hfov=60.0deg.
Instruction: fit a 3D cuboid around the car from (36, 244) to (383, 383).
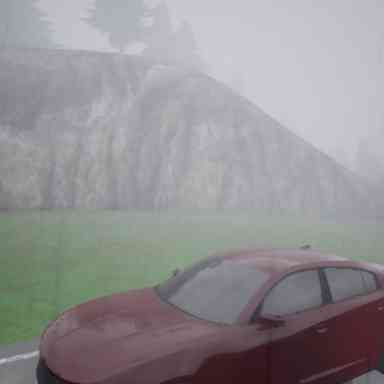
[{"bbox_3d":[0.835,1.471,4.122,5.008,1.535,1.882,1,0,-29],"label":"car"}]
